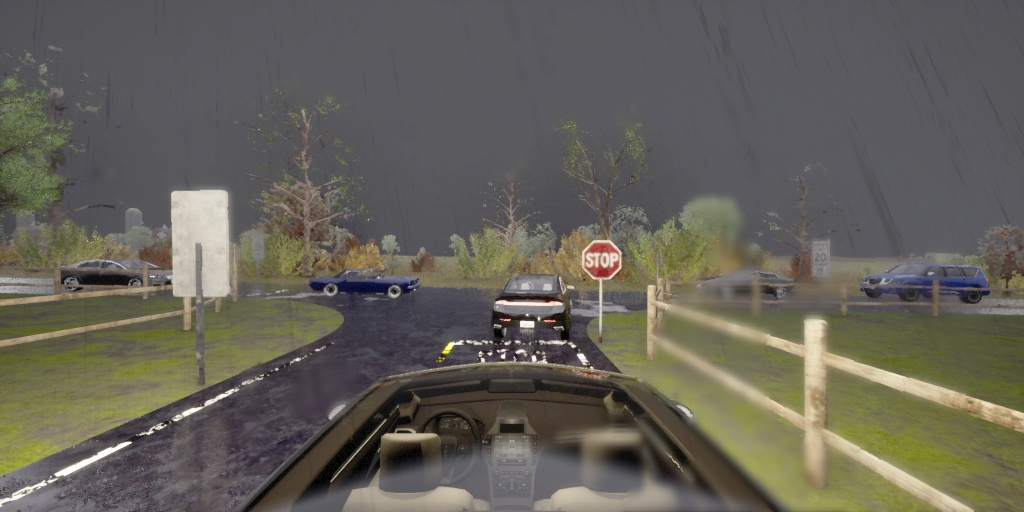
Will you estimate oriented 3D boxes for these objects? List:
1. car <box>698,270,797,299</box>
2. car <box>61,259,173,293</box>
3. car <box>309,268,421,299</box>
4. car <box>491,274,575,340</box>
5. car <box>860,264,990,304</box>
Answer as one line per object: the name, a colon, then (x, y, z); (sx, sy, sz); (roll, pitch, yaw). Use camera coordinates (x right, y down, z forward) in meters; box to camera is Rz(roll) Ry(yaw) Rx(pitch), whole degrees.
car: (13.003, 1.525, 19.988); (4.902, 1.511, 2.128); (1, 1, 0)
car: (-18.490, 0.885, 17.075); (4.902, 1.511, 2.128); (1, 1, 0)
car: (-6.823, 1.248, 17.059); (4.718, 1.301, 1.895); (1, 1, 0)
car: (0.706, 1.240, 10.029); (2.128, 1.511, 4.902); (0, 0, 9)
car: (22.899, 1.466, 19.977); (5.566, 2.045, 2.150); (1, 1, 0)
